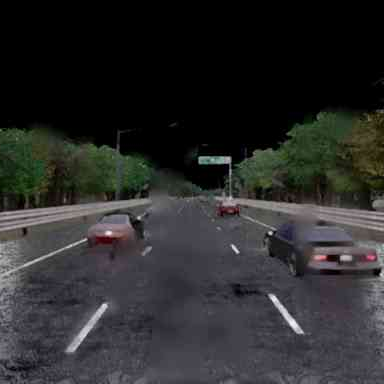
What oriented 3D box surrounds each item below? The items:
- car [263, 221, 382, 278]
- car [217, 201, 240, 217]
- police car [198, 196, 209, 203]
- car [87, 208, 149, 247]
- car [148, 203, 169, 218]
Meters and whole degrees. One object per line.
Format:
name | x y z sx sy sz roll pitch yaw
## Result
car | 3.602 1.606 10.292 2.033 1.411 5.357 0 0 0
car | 3.610 1.680 33.549 1.882 1.535 5.008 0 0 0
police car | 3.524 2.176 91.490 2.038 1.542 4.974 0 -1 0
car | -3.393 1.654 15.574 1.994 1.385 4.181 0 0 0
car | -3.390 1.761 32.660 1.994 1.385 4.181 0 0 0
